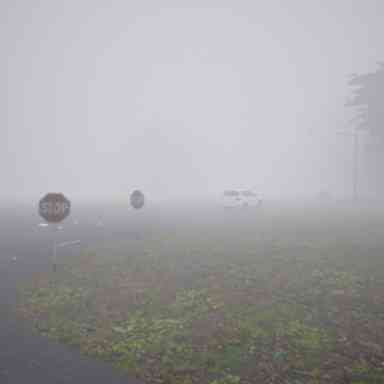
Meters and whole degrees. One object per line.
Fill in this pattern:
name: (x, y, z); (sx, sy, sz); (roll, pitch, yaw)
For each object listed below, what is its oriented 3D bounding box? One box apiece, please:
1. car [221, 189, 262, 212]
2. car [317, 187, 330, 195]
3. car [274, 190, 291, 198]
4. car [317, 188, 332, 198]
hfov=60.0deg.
car: (4.885, 0.759, 32.339); (2.150, 2.045, 5.566); (2, 2, 36)
car: (33.079, -0.235, 83.609); (2.097, 1.767, 4.553); (2, 2, 36)
car: (16.509, 0.336, 60.537); (1.812, 1.442, 4.674); (2, 3, 36)
car: (25.714, 0.277, 63.828); (1.882, 1.535, 5.008); (2, 2, 29)
